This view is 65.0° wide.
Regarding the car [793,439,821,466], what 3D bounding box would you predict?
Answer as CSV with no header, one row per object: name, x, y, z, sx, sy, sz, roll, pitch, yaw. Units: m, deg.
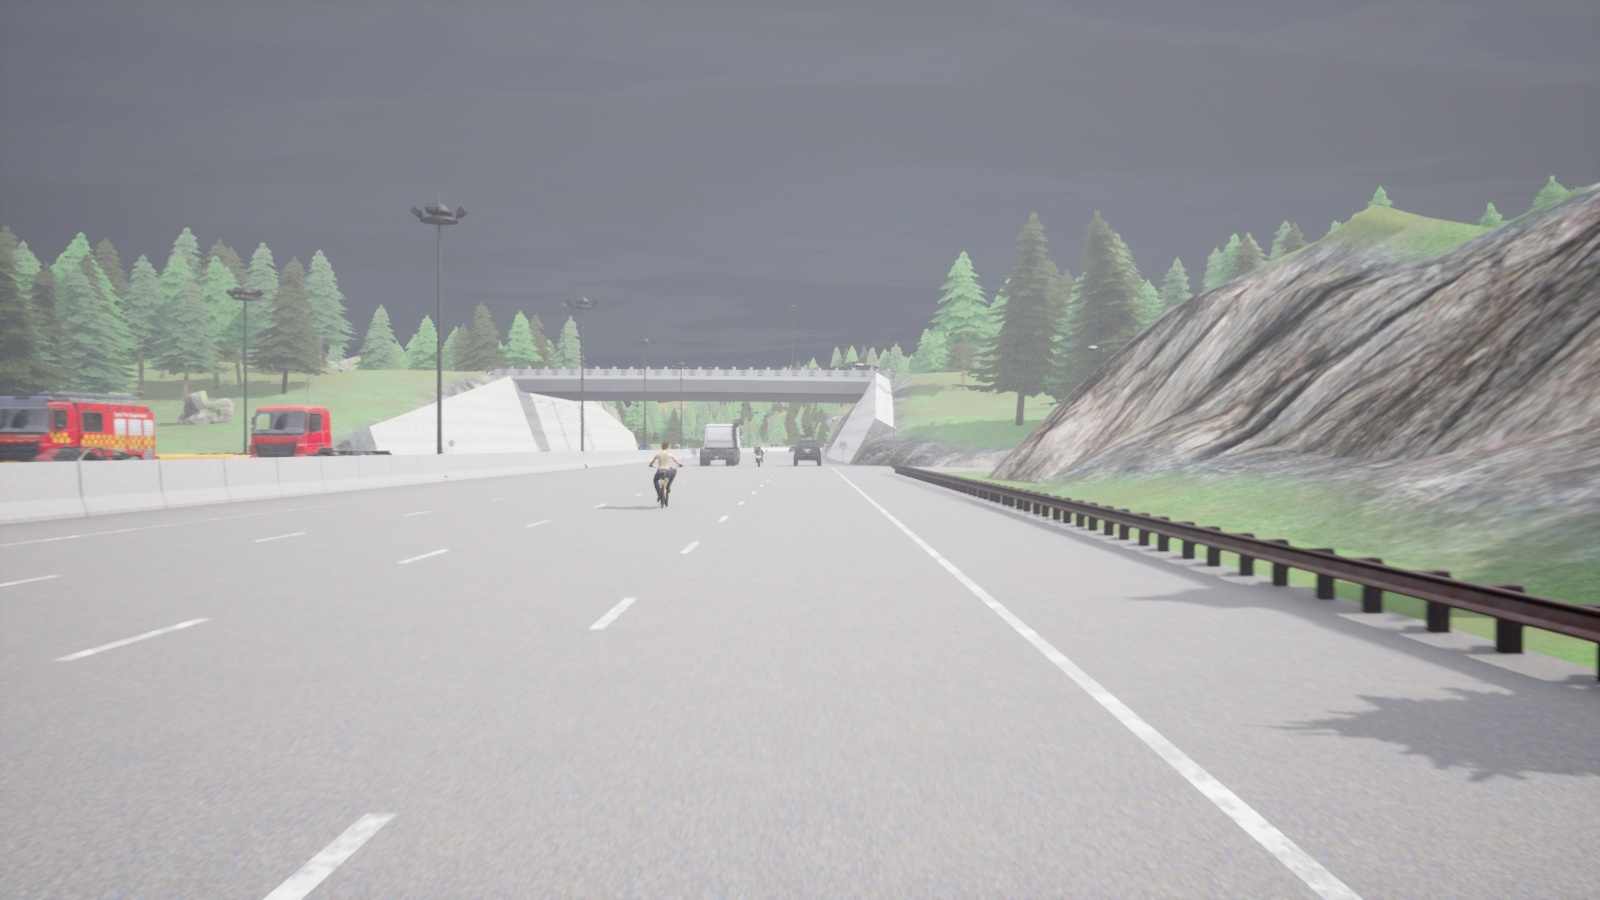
car,0.585,0.203,99.036,2.150,2.045,5.566,0,0,0

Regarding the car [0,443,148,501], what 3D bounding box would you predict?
car,-20.779,0.582,35.799,2.007,1.525,4.514,0,0,0

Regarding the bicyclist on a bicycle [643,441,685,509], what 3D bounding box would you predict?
bicyclist on a bicycle,-3.304,0.600,30.615,0.866,1.612,1.509,0,0,0

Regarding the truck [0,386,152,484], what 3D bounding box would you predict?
truck,-31.178,-0.585,53.334,2.891,3.827,8.468,0,0,0

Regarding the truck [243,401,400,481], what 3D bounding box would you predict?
truck,-22.265,-0.410,58.976,2.891,3.462,7.936,0,0,14
